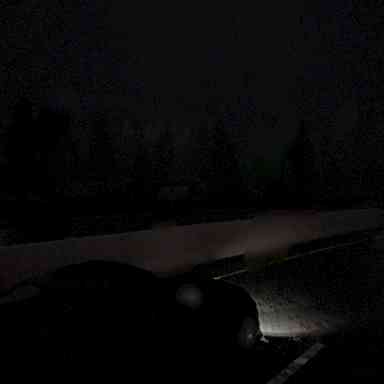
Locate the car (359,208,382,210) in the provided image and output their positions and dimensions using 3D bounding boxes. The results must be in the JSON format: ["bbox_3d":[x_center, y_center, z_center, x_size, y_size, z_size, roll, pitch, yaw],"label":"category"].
[{"bbox_3d":[18.863,1.484,33.413,4.902,1.511,2.128,0,0,-29],"label":"car"}]

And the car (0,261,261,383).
[{"bbox_3d":[-0.909,1.566,4.043,1.994,1.385,4.181,0,0,41],"label":"car"}]
